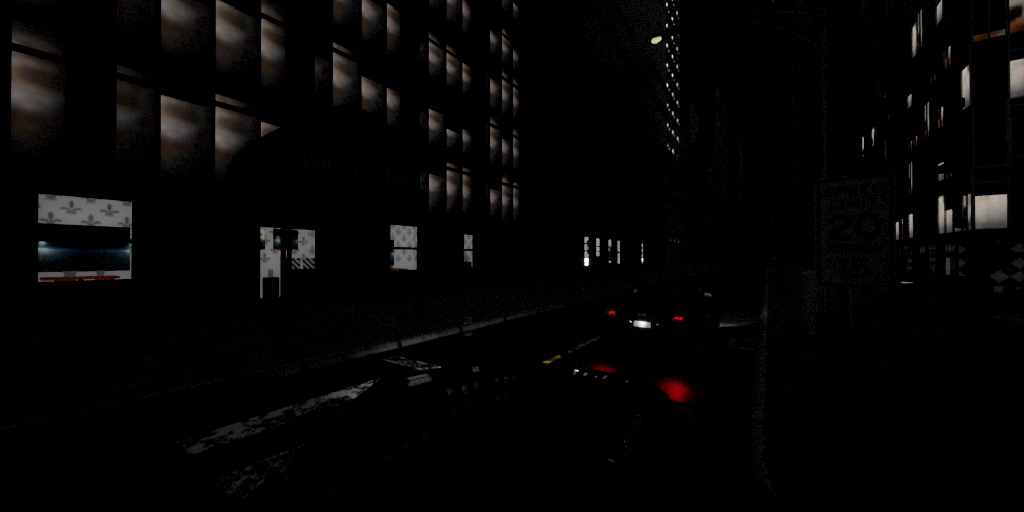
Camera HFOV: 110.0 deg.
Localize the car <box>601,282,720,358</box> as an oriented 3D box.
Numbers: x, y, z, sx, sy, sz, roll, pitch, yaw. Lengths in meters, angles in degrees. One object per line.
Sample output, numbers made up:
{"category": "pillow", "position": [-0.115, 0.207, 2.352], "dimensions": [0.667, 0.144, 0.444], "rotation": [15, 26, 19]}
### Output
{"category": "car", "position": [3.746, 1.323, 8.735], "dimensions": [1.994, 1.385, 4.181], "rotation": [0, 0, 36]}
